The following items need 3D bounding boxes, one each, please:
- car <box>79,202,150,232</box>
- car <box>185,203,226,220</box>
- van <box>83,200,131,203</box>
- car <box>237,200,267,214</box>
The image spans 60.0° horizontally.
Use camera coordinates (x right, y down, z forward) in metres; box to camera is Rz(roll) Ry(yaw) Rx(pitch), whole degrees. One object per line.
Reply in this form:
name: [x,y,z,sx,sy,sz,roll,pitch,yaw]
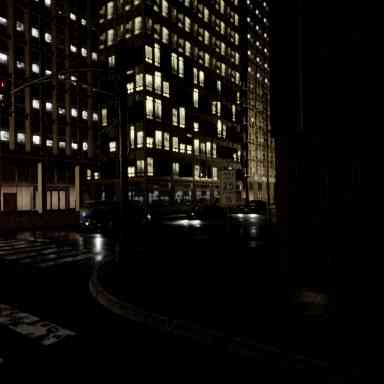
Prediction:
car: [-4.659,1.571,20.981,1.837,1.490,4.892,-1,-1,33]
car: [1.204,1.649,29.083,1.994,1.385,4.181,-1,-1,36]
van: [-6.001,1.460,23.516,1.690,1.788,3.998,-2,-1,36]
car: [7.103,1.631,37.270,1.812,1.442,4.674,-1,-1,36]
